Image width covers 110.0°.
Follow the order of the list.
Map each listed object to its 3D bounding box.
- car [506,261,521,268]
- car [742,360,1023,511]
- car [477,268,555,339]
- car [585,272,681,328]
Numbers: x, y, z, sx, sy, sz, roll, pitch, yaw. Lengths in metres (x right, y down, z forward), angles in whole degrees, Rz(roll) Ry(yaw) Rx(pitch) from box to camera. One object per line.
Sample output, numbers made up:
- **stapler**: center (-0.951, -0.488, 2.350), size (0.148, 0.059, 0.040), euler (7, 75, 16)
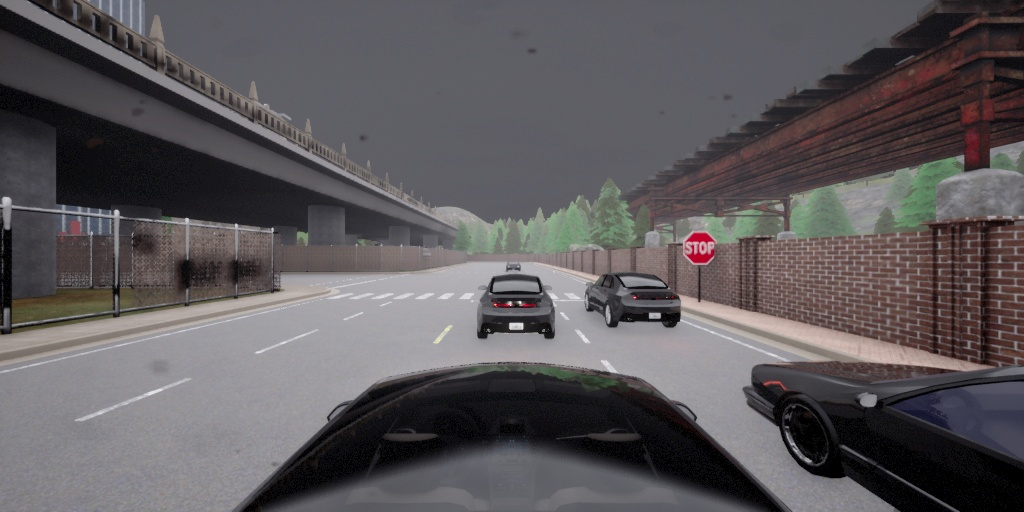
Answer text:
- **car**: center (0.164, 1.348, 46.346), size (1.895, 1.301, 4.718), euler (0, 0, -1)
- **car**: center (3.600, 1.297, 1.681), size (2.033, 1.411, 5.357), euler (0, 0, 0)
- **car**: center (0.095, 1.254, 10.067), size (1.837, 1.490, 4.892), euler (0, 0, 0)
- **car**: center (3.596, 1.254, 11.428), size (1.837, 1.490, 4.892), euler (0, 0, 0)
